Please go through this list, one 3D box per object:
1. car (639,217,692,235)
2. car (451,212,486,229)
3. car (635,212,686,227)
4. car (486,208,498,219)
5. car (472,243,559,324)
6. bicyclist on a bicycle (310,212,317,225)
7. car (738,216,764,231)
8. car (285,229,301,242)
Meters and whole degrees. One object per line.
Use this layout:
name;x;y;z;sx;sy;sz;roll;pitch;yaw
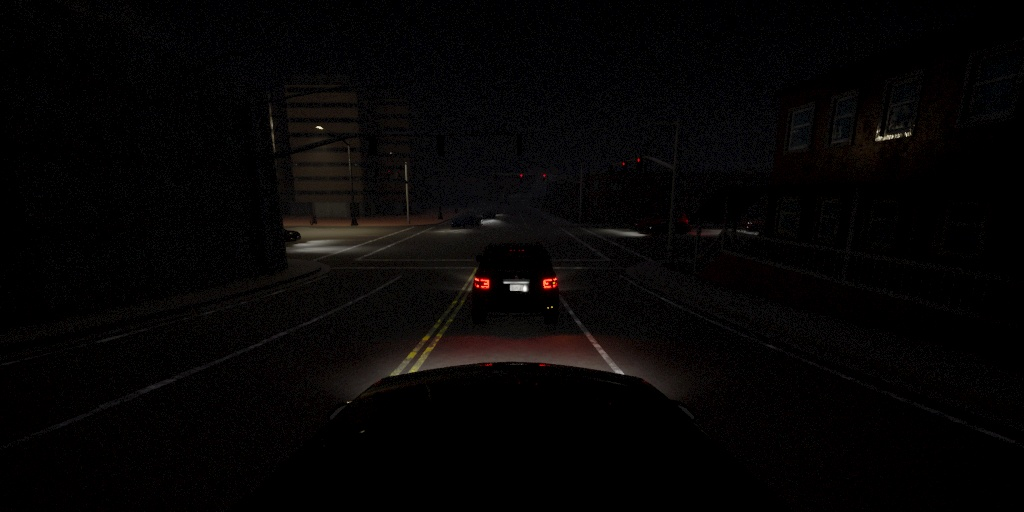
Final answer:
car;15.940;-2.982;36.733;4.674;1.442;1.812;0;10;0
car;-5.471;-4.216;43.600;1.882;1.535;5.008;5;11;23
car;16.745;-3.871;40.137;5.566;2.045;2.150;0;10;0
car;-3.761;-6.953;60.371;1.895;1.301;4.718;0;10;0
car;0.057;0.601;10.749;2.150;2.045;5.566;0;4;-1
bicyclist on a bicycle;-25.403;-4.790;45.848;0.582;1.620;1.656;0;10;0
car;28.003;-3.735;40.152;4.553;1.767;2.097;0;10;0
car;-20.122;-1.810;29.626;4.892;1.490;1.837;0;10;0
